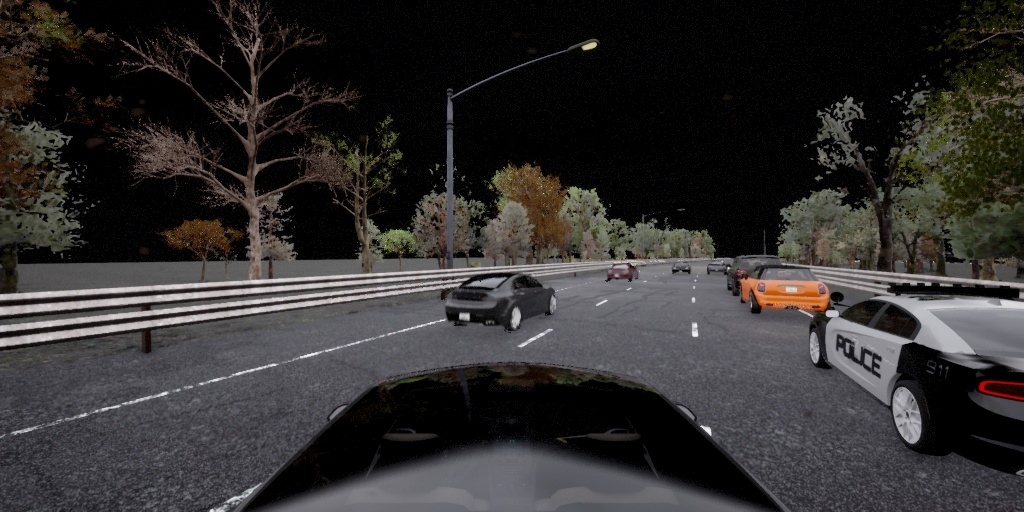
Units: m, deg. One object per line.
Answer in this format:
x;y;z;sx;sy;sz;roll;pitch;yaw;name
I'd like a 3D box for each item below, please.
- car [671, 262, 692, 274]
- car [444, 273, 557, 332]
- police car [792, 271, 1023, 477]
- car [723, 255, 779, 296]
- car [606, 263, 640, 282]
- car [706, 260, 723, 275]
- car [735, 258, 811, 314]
19.342;1.370;40.798;1.895;1.301;4.718;0;0;29;car
-0.106;1.255;11.053;1.837;1.490;4.892;0;0;26;car
5.608;1.175;4.699;1.930;1.638;5.238;0;0;26;police car
12.647;0.978;18.754;2.150;2.045;5.566;0;0;27;car
8.869;1.282;28.673;1.812;1.442;4.674;0;0;28;car
22.453;1.261;39.317;2.128;1.511;4.902;0;0;29;car
9.934;1.102;13.421;2.097;1.767;4.553;0;0;27;car
